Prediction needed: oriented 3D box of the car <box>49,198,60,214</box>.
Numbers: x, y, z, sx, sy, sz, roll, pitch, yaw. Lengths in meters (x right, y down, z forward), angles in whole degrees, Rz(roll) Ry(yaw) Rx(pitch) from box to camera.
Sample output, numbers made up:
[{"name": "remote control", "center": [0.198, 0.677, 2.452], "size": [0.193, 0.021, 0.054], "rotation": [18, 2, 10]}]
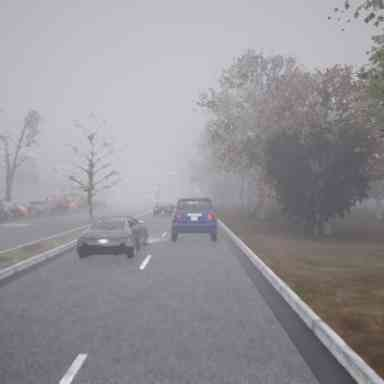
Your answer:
[{"name": "car", "center": [-16.812, 1.673, 35.140], "size": [4.792, 1.488, 2.163], "rotation": [-1, 0, -20]}]

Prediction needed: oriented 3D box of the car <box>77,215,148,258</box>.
[{"name": "car", "center": [-2.896, 1.583, 12.867], "size": [1.994, 1.385, 4.181], "rotation": [0, 0, 0]}]

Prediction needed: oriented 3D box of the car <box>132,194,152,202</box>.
[{"name": "car", "center": [-14.431, 1.933, 94.013], "size": [4.792, 1.488, 2.163], "rotation": [-1, 0, -15]}]

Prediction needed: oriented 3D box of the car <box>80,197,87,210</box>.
[{"name": "car", "center": [-16.761, 1.763, 44.160], "size": [4.674, 1.452, 2.002], "rotation": [-1, 0, -20]}]

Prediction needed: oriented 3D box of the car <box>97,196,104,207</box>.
[{"name": "car", "center": [-16.708, 1.525, 50.195], "size": [5.566, 2.045, 2.435], "rotation": [-1, -1, -20]}]

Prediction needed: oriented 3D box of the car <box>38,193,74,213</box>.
[{"name": "car", "center": [-16.812, 1.419, 38.146], "size": [5.566, 2.045, 2.435], "rotation": [-1, 0, -20]}]

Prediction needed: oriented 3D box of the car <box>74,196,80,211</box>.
[{"name": "car", "center": [-16.951, 1.695, 41.093], "size": [5.366, 1.575, 1.946], "rotation": [-1, 0, -20]}]

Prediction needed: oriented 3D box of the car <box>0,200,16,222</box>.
[{"name": "car", "center": [-16.766, 1.449, 26.161], "size": [4.553, 1.767, 2.185], "rotation": [-1, 0, -20]}]

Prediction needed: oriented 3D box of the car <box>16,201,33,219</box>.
[{"name": "car", "center": [-16.826, 1.471, 29.147], "size": [4.553, 1.767, 2.185], "rotation": [-1, -1, -20]}]

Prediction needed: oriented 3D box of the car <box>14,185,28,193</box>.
[{"name": "car", "center": [-43.186, -0.480, 85.012], "size": [2.231, 1.521, 4.892], "rotation": [6, -3, -19]}]

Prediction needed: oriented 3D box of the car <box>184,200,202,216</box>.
[{"name": "car", "center": [0.112, 1.663, 36.086], "size": [1.837, 1.490, 4.892], "rotation": [0, -1, 0]}]

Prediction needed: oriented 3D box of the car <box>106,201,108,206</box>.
[{"name": "car", "center": [-16.616, 1.705, 56.208], "size": [4.553, 1.767, 2.185], "rotation": [-1, 0, -19]}]

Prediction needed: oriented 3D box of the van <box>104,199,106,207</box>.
[{"name": "van", "center": [-16.592, 1.577, 53.231], "size": [4.442, 1.987, 1.878], "rotation": [-1, -1, -19]}]

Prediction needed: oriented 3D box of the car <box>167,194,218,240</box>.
[{"name": "car", "center": [0.105, 1.258, 17.268], "size": [2.150, 2.045, 5.566], "rotation": [0, 0, 0]}]

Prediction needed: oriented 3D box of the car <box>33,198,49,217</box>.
[{"name": "car", "center": [-16.797, 1.621, 32.156], "size": [4.892, 1.521, 2.231], "rotation": [-1, -1, -20]}]

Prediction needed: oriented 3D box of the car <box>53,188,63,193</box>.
[{"name": "car", "center": [-34.147, 0.086, 84.956], "size": [2.435, 2.045, 5.566], "rotation": [6, -3, -19]}]

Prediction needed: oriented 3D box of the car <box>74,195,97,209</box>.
[{"name": "car", "center": [-16.781, 1.499, 47.159], "size": [5.566, 2.045, 2.435], "rotation": [-1, 0, -20]}]

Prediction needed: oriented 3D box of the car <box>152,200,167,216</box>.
[{"name": "car", "center": [-2.895, 1.748, 34.769], "size": [1.895, 1.301, 4.718], "rotation": [0, 0, 0]}]
